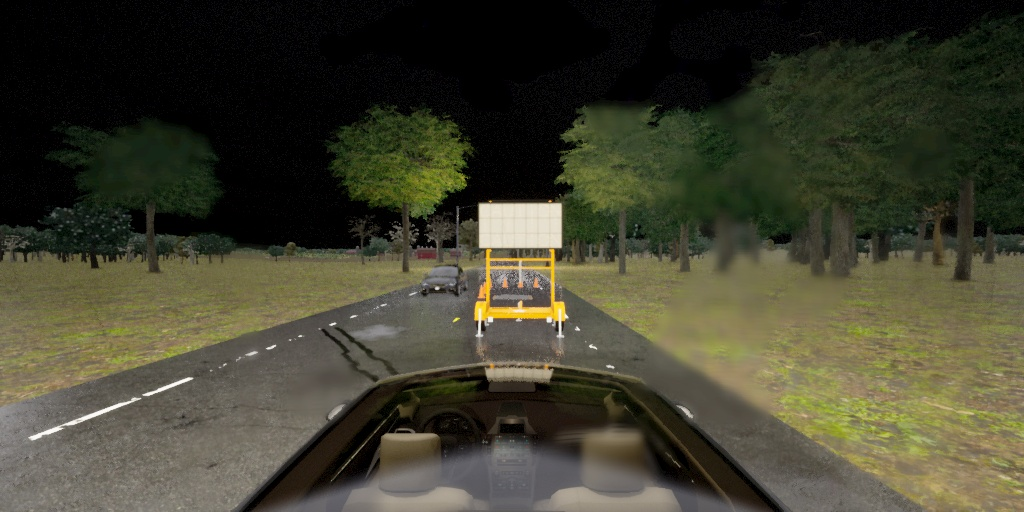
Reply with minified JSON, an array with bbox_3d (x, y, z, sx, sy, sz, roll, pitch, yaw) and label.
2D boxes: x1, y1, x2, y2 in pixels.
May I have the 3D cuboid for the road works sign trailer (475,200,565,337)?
[{"bbox_3d":[0.240,0.210,10.246,2.380,3.560,2.880,0,0,2],"label":"road works sign trailer"}]

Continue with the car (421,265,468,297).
[{"bbox_3d":[-3.462,1.248,19.028,1.837,1.490,4.892,0,0,0],"label":"car"}]
